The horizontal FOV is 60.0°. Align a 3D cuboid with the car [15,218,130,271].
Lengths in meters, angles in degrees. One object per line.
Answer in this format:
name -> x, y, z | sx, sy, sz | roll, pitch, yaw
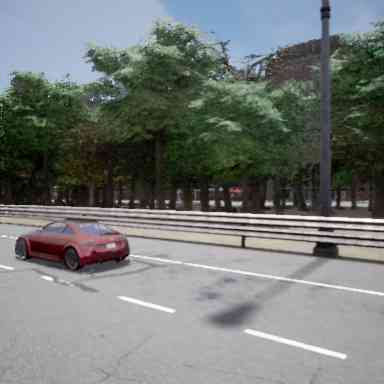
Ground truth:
car -> -4.031, 1.578, 11.048 | 4.181, 1.385, 1.994 | 0, 0, 36
